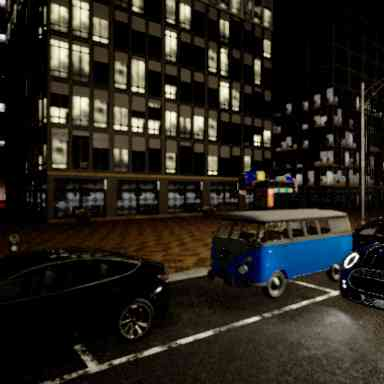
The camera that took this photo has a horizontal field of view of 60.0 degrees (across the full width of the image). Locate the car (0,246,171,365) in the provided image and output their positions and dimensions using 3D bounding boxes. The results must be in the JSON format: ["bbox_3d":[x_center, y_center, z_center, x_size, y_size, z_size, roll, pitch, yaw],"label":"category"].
[{"bbox_3d":[-2.343,1.566,4.890,4.313,1.339,1.947,0,0,-36],"label":"car"}]

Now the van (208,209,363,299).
[{"bbox_3d":[2.271,1.343,8.182,3.998,1.788,1.690,0,0,-36],"label":"van"}]

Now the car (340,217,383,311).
[{"bbox_3d":[5.145,1.355,7.050,4.553,1.767,2.097,0,0,-36],"label":"car"}]

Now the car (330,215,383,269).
[{"bbox_3d":[6.886,1.569,11.474,4.313,1.339,1.947,0,0,-36],"label":"car"}]
